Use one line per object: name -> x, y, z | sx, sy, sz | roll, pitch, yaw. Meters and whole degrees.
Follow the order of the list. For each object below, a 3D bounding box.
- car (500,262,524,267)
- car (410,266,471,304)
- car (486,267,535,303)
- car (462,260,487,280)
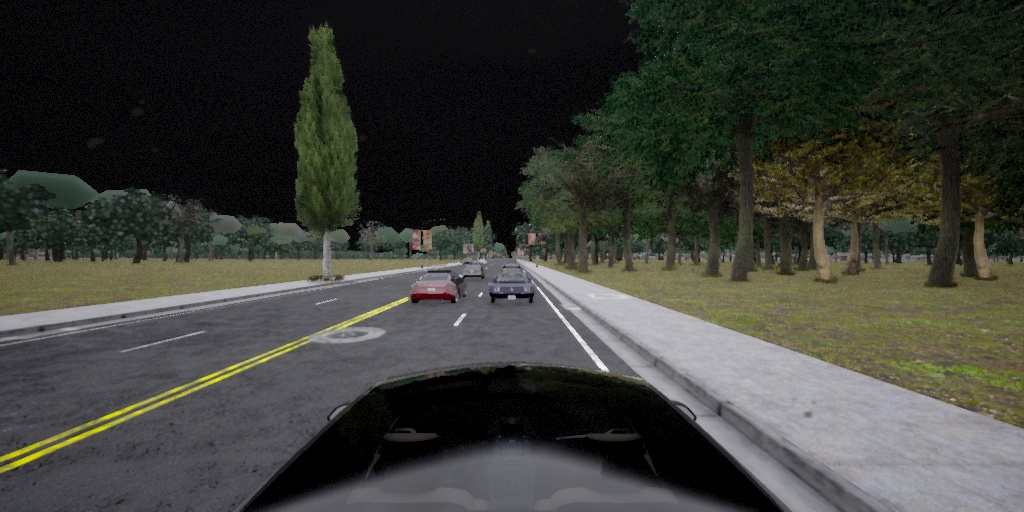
car -> 0.000, 1.259, 31.501 | 2.128, 1.511, 4.902 | 0, 0, 0
car -> -3.250, 1.324, 16.500 | 1.994, 1.385, 4.181 | 0, 0, 0
car -> 0.000, 1.368, 16.530 | 1.895, 1.301, 4.718 | 0, 0, 0
car -> -3.250, 1.327, 31.501 | 2.033, 1.411, 5.357 | 0, 0, 0
